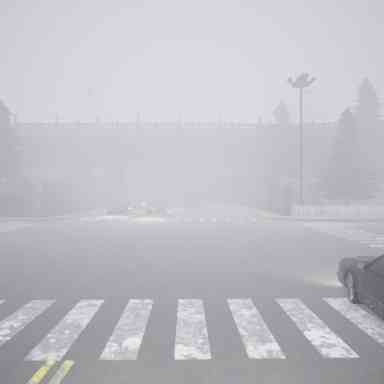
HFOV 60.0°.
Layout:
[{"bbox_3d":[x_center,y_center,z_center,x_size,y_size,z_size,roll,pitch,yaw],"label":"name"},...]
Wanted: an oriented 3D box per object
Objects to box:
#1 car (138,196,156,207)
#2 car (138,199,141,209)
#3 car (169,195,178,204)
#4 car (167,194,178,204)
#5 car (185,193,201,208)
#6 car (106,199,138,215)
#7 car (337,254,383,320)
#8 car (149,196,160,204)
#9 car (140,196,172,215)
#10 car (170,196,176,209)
[{"bbox_3d":[-7.001,1.490,52.589,2.128,1.511,4.902,0,0,1],"label":"car"},{"bbox_3d":[-7.043,1.546,42.445,2.033,1.411,5.357,0,0,0],"label":"car"},{"bbox_3d":[-3.498,1.600,52.554,1.895,1.301,4.718,0,0,0],"label":"car"},{"bbox_3d":[-3.689,1.351,63.733,2.097,1.767,4.553,0,0,-2],"label":"car"},{"bbox_3d":[0.152,1.220,47.913,2.150,2.045,5.566,0,0,0],"label":"car"},{"bbox_3d":[-7.096,1.563,33.207,1.994,1.385,4.181,0,0,2],"label":"car"},{"bbox_3d":[3.892,1.547,4.948,2.033,1.411,5.357,0,0,6],"label":"car"},{"bbox_3d":[-7.203,1.524,64.108,1.812,1.442,4.674,0,0,-4],"label":"car"},{"bbox_3d":[-3.554,1.491,33.728,2.128,1.511,4.902,0,0,0],"label":"car"},{"bbox_3d":[-3.535,1.563,42.616,1.994,1.385,4.181,0,0,1],"label":"car"}]
